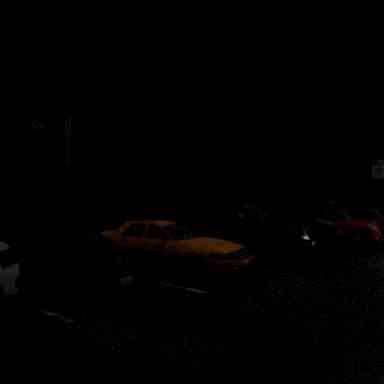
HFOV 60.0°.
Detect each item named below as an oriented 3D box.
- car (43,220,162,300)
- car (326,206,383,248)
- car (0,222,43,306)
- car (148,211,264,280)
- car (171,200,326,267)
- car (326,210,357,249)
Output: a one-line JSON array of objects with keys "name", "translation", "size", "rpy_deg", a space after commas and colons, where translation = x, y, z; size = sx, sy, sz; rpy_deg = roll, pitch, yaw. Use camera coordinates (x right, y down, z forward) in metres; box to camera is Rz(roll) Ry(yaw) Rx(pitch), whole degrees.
[{"name": "car", "translation": [-3.370, 1.532, 8.547], "size": [4.792, 1.488, 2.163], "rpy_deg": [-1, -1, 35]}, {"name": "car", "translation": [6.406, 1.482, 15.491], "size": [4.553, 1.767, 2.185], "rpy_deg": [-1, -1, 35]}, {"name": "car", "translation": [-5.827, 1.227, 6.828], "size": [5.566, 2.045, 2.435], "rpy_deg": [-1, -1, 35]}, {"name": "car", "translation": [-0.784, 1.523, 10.185], "size": [5.366, 1.575, 1.946], "rpy_deg": [-1, -1, 35]}, {"name": "car", "translation": [1.544, 1.302, 12.021], "size": [5.566, 2.045, 2.435], "rpy_deg": [-1, -2, 35]}, {"name": "car", "translation": [3.974, 1.620, 13.737], "size": [4.674, 1.452, 2.002], "rpy_deg": [-1, -1, 35]}]
